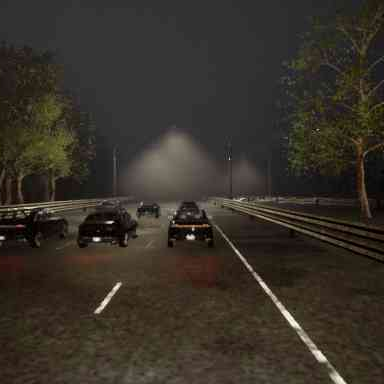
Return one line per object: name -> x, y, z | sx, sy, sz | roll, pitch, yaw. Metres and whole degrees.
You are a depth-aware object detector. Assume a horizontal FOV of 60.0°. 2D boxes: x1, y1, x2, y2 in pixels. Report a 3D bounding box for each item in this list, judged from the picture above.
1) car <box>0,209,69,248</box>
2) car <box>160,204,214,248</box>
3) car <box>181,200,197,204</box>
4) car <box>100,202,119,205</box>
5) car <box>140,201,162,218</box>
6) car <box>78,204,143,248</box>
car -> -7.075, 1.498, 14.770 | 2.128, 1.511, 4.902 | 0, 0, -1
car -> -0.075, 1.497, 14.840 | 2.128, 1.511, 4.902 | 0, 0, -1
car -> -0.300, 1.529, 29.925 | 1.837, 1.490, 4.892 | 0, 0, -1
car -> -7.298, 1.576, 29.787 | 2.033, 1.411, 5.357 | 0, 0, -1
car -> -3.798, 1.508, 29.856 | 2.128, 1.511, 4.902 | 0, 0, -1
car -> -3.576, 1.519, 14.805 | 1.837, 1.490, 4.892 | 0, 0, -1
